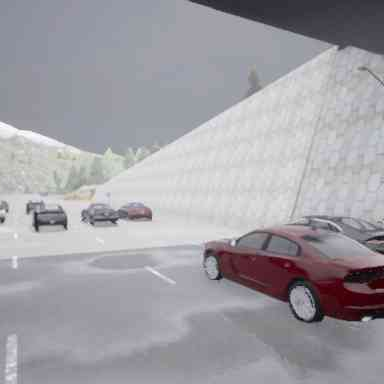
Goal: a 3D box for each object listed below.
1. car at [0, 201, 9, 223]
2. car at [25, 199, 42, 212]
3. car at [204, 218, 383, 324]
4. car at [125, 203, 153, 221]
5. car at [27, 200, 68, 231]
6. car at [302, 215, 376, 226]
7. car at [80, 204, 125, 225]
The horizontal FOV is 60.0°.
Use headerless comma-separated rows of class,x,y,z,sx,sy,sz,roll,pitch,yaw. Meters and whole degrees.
car,-15.090,1.623,25.032,1.895,1.301,4.718,0,0,-28
car,-16.960,1.526,36.115,2.128,1.511,4.902,0,0,-28
car,2.066,1.488,7.430,1.882,1.535,5.008,0,0,-28
car,-4.870,1.595,28.157,1.994,1.385,4.181,0,0,-28
car,-9.080,1.513,21.117,2.128,1.511,4.902,0,0,-28
car,4.205,1.507,10.885,2.128,1.511,4.902,0,0,-28
car,-6.863,1.573,24.422,2.033,1.411,5.357,0,0,-28
